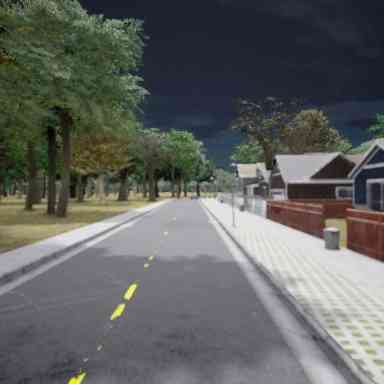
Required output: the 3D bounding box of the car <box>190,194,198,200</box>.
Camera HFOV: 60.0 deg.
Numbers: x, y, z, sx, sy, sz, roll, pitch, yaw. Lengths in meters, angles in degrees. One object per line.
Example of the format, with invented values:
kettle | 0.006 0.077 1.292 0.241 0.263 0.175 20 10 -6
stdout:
car | 0.622 1.297 87.563 2.033 1.411 5.357 0 0 6
